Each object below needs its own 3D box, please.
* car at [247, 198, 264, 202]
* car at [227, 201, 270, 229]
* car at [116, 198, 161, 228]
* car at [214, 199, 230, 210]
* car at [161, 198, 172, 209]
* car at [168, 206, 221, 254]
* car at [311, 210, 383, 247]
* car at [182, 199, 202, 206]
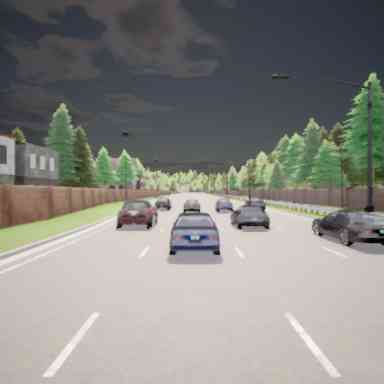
[{"bbox_3d":[7.030,1.387,37.467,2.128,1.511,4.902,0,0,1],"label":"car"},{"bbox_3d":[3.592,1.505,21.083,1.994,1.385,4.181,0,0,0],"label":"car"},{"bbox_3d":[-3.409,1.293,21.498,2.097,1.767,4.553,0,0,0],"label":"car"},{"bbox_3d":[3.523,1.445,36.807,2.033,1.411,5.357,0,0,1],"label":"car"},{"bbox_3d":[-3.453,1.413,40.348,1.812,1.442,4.674,0,0,0],"label":"car"},{"bbox_3d":[0.095,1.510,13.197,2.033,1.411,5.357,0,0,0],"label":"car"},{"bbox_3d":[7.095,1.506,14.831,2.033,1.411,5.357,0,0,0],"label":"car"},{"bbox_3d":[-0.007,1.453,33.870,2.033,1.411,5.357,0,0,0],"label":"car"}]
